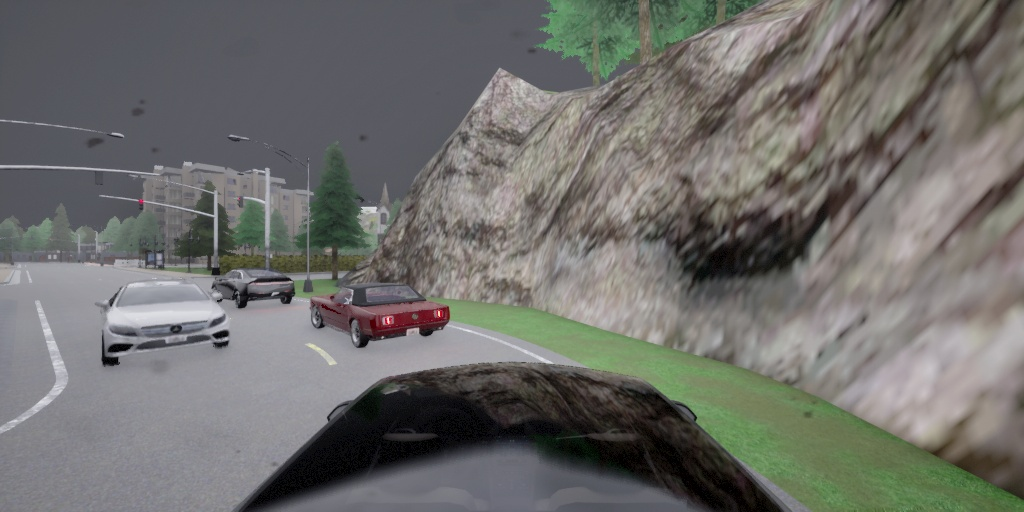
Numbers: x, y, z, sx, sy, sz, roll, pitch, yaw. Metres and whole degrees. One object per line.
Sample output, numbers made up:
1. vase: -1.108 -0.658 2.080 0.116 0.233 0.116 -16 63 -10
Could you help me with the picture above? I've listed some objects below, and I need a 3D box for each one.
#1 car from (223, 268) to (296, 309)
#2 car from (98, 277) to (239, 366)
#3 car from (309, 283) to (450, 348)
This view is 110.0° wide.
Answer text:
1. car: -10.967 1.241 15.095 4.902 1.511 2.128 0 0 37
2. car: -7.991 1.276 8.176 4.674 1.442 1.812 0 0 41
3. car: -3.683 1.351 9.361 1.895 1.301 4.718 0 0 -44
